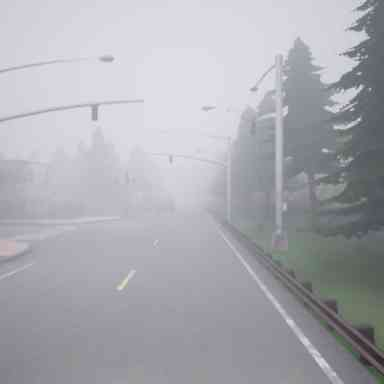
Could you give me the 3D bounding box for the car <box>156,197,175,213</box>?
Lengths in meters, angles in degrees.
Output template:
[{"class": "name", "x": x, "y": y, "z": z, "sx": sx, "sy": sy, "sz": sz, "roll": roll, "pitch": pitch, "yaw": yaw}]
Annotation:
[{"class": "car", "x": -3.479, "y": 1.711, "z": 44.620, "sx": 2.150, "sy": 2.045, "sz": 5.566, "roll": 0, "pitch": 0, "yaw": 0}]
